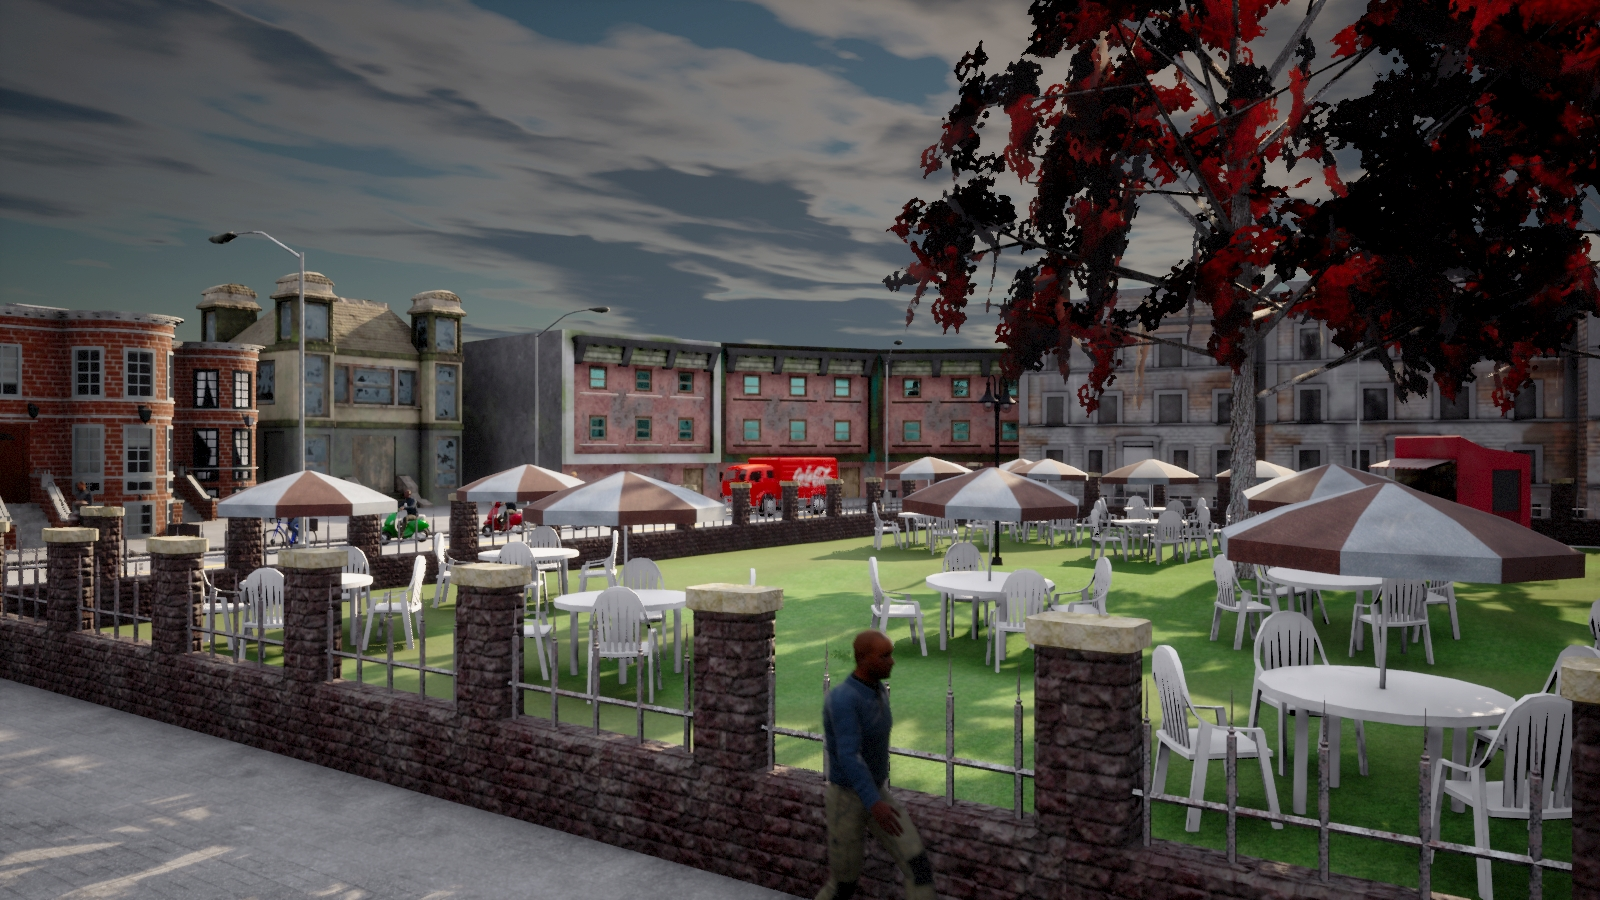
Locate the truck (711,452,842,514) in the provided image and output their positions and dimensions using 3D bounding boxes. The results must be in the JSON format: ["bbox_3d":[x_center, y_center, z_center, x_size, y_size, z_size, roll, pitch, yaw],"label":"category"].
[{"bbox_3d":[-0.954,1.333,48.982,5.204,2.467,2.627,0,0,-43],"label":"truck"}]

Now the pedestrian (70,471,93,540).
[{"bbox_3d":[-19.528,1.492,31.064,0.375,1.860,0.375,0,0,17],"label":"pedestrian"}]

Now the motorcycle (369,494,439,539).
[{"bbox_3d":[-11.759,1.950,33.969,0.856,1.236,1.805,0,0,35],"label":"motorcycle"}]

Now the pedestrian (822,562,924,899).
[{"bbox_3d":[0.373,1.523,5.793,0.375,1.860,0.375,0,0,36],"label":"pedestrian"}]
